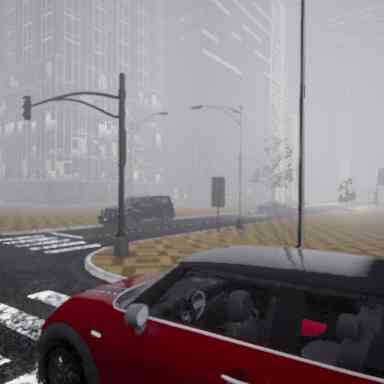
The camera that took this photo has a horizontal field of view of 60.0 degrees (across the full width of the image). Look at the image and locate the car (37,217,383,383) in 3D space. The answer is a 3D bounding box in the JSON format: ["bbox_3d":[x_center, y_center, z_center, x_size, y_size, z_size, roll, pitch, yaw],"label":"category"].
[{"bbox_3d":[0.449,1.347,3.368,4.553,1.767,2.097,0,0,36],"label":"car"}]

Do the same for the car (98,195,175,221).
[{"bbox_3d":[-3.414,1.240,21.695,2.150,2.045,5.566,1,1,36],"label":"car"}]

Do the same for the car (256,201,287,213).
[{"bbox_3d":[9.290,1.724,38.761,1.895,1.301,4.718,1,0,37],"label":"car"}]
